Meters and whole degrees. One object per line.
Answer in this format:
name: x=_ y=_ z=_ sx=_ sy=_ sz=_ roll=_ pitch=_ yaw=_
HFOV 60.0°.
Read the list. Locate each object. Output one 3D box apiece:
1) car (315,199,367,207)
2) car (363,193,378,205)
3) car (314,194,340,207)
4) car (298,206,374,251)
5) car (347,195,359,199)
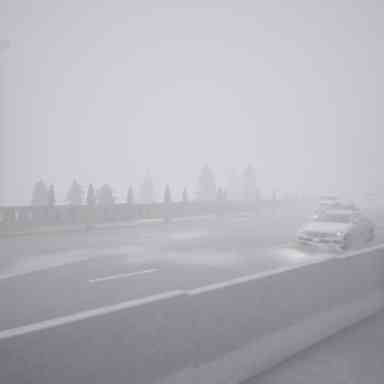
car: x=11.376 y=1.515 z=25.168 sx=2.128 sy=1.511 sz=4.902 roll=0 pitch=0 yaw=38
car: x=32.870 y=1.262 z=61.132 sx=2.150 sy=2.045 sz=5.566 roll=-1 pitch=0 yaw=29
car: x=14.919 y=1.284 z=36.366 sx=2.150 sy=2.045 sz=5.566 roll=-1 pitch=-1 yaw=31
car: x=6.368 y=1.533 z=14.353 sx=1.812 sy=1.442 sz=4.674 roll=0 pitch=0 yaw=45
car: x=34.863 y=1.500 z=71.963 sx=2.128 sy=1.511 sz=4.902 roll=-1 pitch=0 yaw=29
